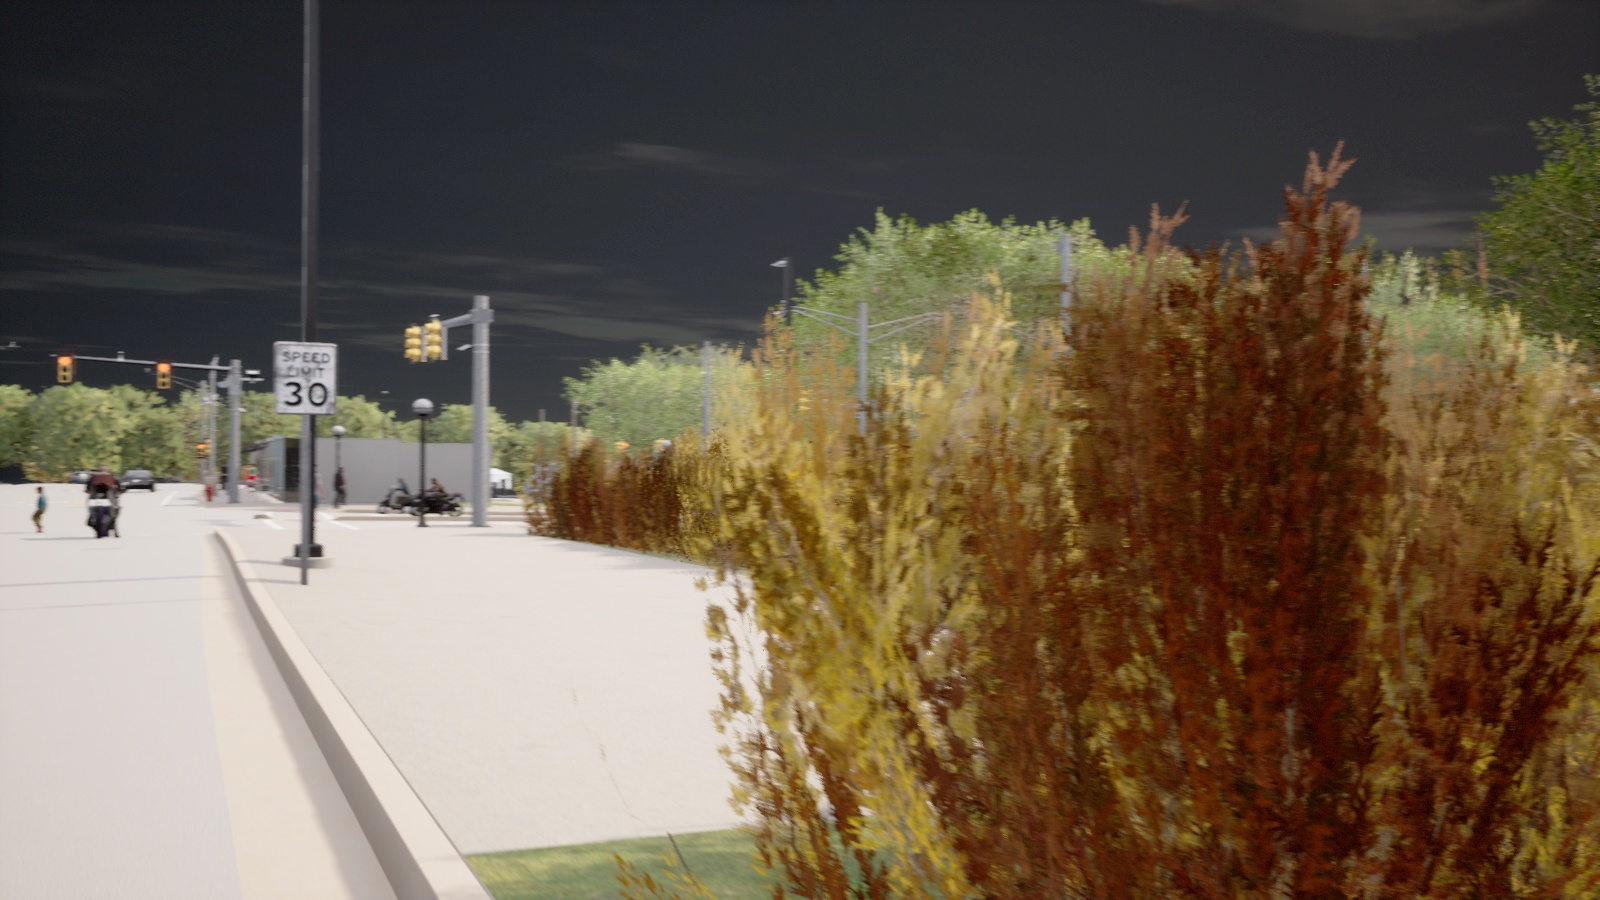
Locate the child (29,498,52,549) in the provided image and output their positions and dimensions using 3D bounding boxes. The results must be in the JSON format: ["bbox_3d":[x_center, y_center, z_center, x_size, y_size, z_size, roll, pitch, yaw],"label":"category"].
[{"bbox_3d":[-18.052,1.740,29.852,0.448,1.192,0.343,-1,0,-28],"label":"child"}]

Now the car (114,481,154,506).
[{"bbox_3d":[-44.129,2.870,83.305,2.163,1.488,4.792,-1,-1,-26],"label":"car"}]

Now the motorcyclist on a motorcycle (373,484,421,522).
[{"bbox_3d":[-17.026,2.247,53.018,1.817,1.590,0.866,1,-2,-23],"label":"motorcyclist on a motorcycle"}]

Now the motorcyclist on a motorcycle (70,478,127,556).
[{"bbox_3d":[-14.475,1.374,25.971,0.866,1.530,2.191,-1,-2,-25],"label":"motorcyclist on a motorcycle"}]

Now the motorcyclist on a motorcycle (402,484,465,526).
[{"bbox_3d":[-13.548,2.023,46.431,2.044,1.523,0.797,2,-2,-31],"label":"motorcyclist on a motorcycle"}]

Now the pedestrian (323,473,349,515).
[{"bbox_3d":[-20.645,1.940,55.877,0.899,1.844,0.634,0,0,-41],"label":"pedestrian"}]
